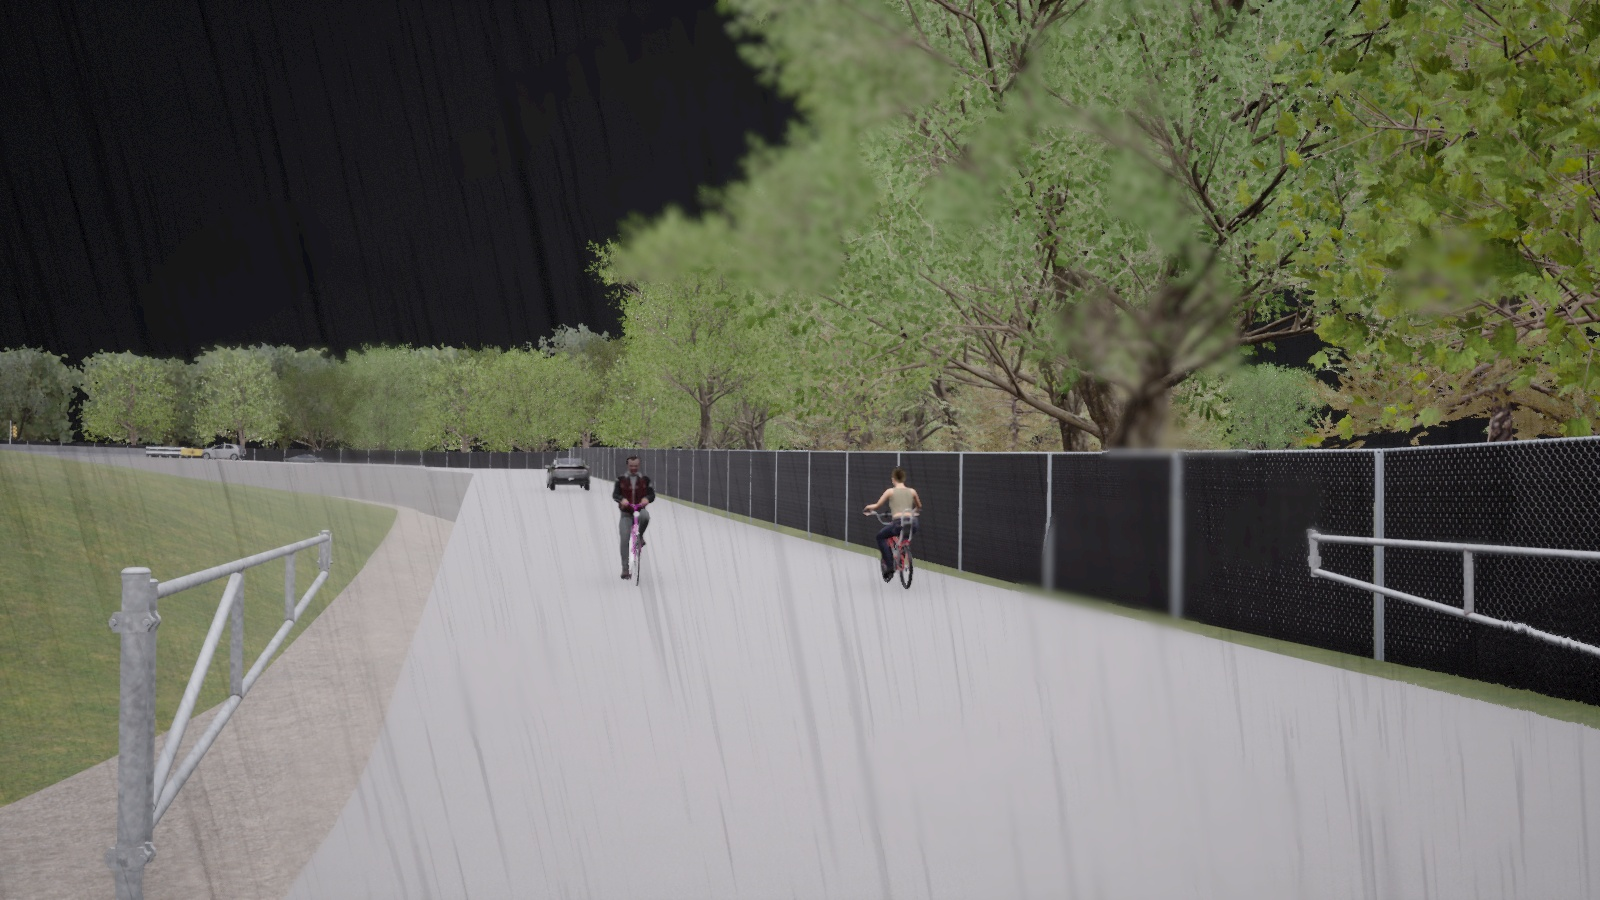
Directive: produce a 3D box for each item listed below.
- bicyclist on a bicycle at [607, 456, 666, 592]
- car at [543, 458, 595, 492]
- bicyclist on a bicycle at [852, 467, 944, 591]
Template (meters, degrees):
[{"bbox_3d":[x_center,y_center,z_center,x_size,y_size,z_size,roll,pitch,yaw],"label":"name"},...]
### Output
[{"bbox_3d":[-2.273,0.982,17.315,0.659,1.776,1.843,0,-1,-12],"label":"bicyclist on a bicycle"},{"bbox_3d":[-11.014,1.159,59.587,2.128,1.511,4.902,0,0,-14],"label":"car"},{"bbox_3d":[1.318,1.045,17.189,0.866,1.612,1.509,0,-1,-11],"label":"bicyclist on a bicycle"}]
